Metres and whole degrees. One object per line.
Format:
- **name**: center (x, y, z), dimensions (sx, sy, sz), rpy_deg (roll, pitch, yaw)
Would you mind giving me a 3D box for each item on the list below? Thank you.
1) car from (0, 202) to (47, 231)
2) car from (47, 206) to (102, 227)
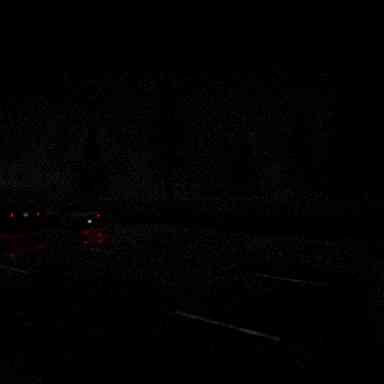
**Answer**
- **car**: center (-11.498, 1.374, 20.795), dimensions (4.553, 1.767, 2.097), rpy_deg (0, 0, 36)
- **car**: center (-8.456, 1.621, 22.925), dimensions (4.718, 1.301, 1.895), rpy_deg (0, 0, 36)
